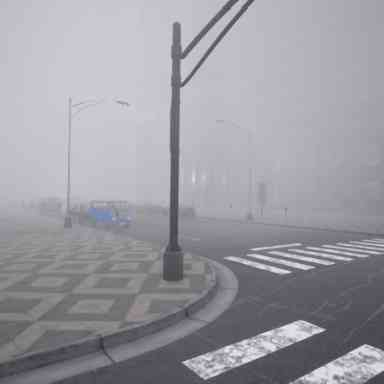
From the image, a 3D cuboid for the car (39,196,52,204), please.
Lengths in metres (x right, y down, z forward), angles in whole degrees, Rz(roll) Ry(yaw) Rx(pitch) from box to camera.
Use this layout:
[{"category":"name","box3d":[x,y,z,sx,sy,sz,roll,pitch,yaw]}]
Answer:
[{"category":"car","box3d":[-33.347,1.818,75.793,1.967,1.590,4.097,1,-1,-35]}]

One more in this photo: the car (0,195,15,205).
[{"category":"car","box3d":[-37.038,1.731,66.227,1.752,1.417,4.829,1,-1,-35]}]

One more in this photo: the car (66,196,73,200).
[{"category":"car","box3d":[-20.587,1.607,57.747,2.192,1.841,5.009,1,-1,-35]}]

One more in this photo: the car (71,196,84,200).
[{"category":"car","box3d":[-17.399,1.816,53.233,1.887,1.381,4.507,1,-1,-35]}]

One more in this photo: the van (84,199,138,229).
[{"category":"van","box3d":[-5.256,1.336,21.243,1.690,1.788,3.998,1,-1,-35]}]

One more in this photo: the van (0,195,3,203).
[{"category":"van","box3d":[-46.698,1.613,79.905,1.690,1.788,3.998,1,-1,-35]}]

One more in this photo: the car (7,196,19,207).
[{"category":"car","box3d":[-27.573,1.692,52.828,2.008,1.369,4.403,1,-1,-35]}]

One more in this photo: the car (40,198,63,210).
[{"category":"car","box3d":[-19.708,1.658,46.505,1.837,1.490,4.892,1,-1,-35]}]

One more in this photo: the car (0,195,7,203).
[{"category":"car","box3d":[-43.509,1.564,75.393,2.192,1.841,5.009,1,-1,-35]}]

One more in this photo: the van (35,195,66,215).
[{"category":"van","box3d":[-14.820,1.397,34.780,1.690,1.788,3.998,1,-1,-35]}]

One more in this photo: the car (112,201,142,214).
[{"category":"car","box3d":[-7.830,1.752,39.698,1.887,1.381,4.507,1,-1,-35]}]

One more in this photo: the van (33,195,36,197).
[{"category":"van","box3d":[-36.535,1.741,80.305,1.690,1.788,3.998,1,-1,-35]}]

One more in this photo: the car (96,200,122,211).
[{"category":"car","box3d":[-11.117,1.754,44.348,1.752,1.417,4.829,1,-1,-35]}]

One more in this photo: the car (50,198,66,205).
[{"category":"car","box3d":[-26.968,1.886,66.768,2.008,1.369,4.403,1,-1,-35]}]

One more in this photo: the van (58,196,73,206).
[{"category":"van","box3d":[-23.776,1.655,62.258,1.690,1.788,3.998,1,-1,-35]}]

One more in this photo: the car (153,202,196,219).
[{"category":"car","box3d":[-1.450,1.710,30.675,1.887,1.381,4.507,1,-1,-35]}]

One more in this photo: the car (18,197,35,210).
[{"category":"car","box3d":[-21.198,1.681,43.803,1.802,1.307,4.206,1,-1,-35]}]

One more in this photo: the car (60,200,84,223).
[{"category":"car","box3d":[-8.446,1.559,25.754,1.887,1.381,4.507,1,-1,-35]}]

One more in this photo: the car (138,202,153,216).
[{"category":"car","box3d":[-4.640,1.731,35.186,1.887,1.381,4.507,1,-1,-35]}]
